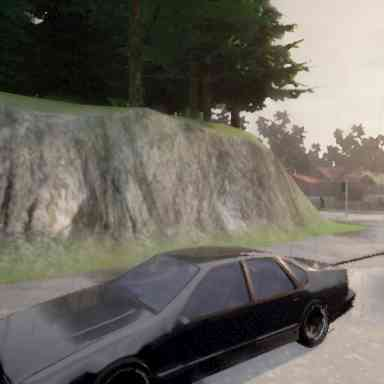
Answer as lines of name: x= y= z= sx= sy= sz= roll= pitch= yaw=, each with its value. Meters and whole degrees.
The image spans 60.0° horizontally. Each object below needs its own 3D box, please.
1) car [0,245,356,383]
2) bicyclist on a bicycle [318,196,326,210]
car: x=0.195 y=1.543 z=4.749 sx=5.357 sy=1.411 sz=2.033 roll=0 pitch=0 yaw=-36
bicyclist on a bicycle: x=15.609 y=1.301 z=40.052 sx=1.656 sy=1.620 sz=0.582 roll=0 pitch=0 yaw=-36
